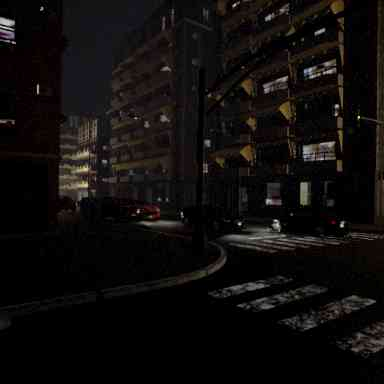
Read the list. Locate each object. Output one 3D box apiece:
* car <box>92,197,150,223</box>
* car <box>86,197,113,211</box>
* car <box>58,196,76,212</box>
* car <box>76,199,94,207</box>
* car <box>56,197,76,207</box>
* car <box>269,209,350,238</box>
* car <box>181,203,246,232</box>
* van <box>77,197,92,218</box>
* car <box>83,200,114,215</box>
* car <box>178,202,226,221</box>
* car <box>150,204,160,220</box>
[{"bbox_3d":[-5.543,1.310,25.439,2.192,1.841,5.009,1,-1,-35],"label":"car"},{"bbox_3d":[-12.478,1.530,44.608,2.097,1.767,4.553,1,-1,-35],"label":"car"},{"bbox_3d":[-15.209,1.368,39.091,2.192,1.841,5.009,1,-1,-35],"label":"car"},{"bbox_3d":[-18.449,1.867,57.293,1.802,1.307,4.206,1,-1,-35],"label":"car"},{"bbox_3d":[-22.012,1.721,58.056,1.882,1.535,5.008,1,-1,-36],"label":"car"},{"bbox_3d":[6.271,1.633,18.117,1.994,1.385,4.181,1,-1,-35],"label":"car"},{"bbox_3d":[1.190,1.527,20.251,1.837,1.490,4.892,1,-1,-36],"label":"car"},{"bbox_3d":[-8.766,1.354,29.989,1.690,1.788,3.998,1,-1,-35],"label":"van"},{"bbox_3d":[-10.250,1.650,36.360,1.994,1.385,4.181,1,-1,-35],"label":"car"},{"bbox_3d":[0.785,1.686,30.130,1.752,1.417,4.829,1,-1,-35],"label":"car"},{"bbox_3d":[-4.541,1.404,28.296,2.097,1.767,4.553,1,-1,-35],"label":"car"}]
